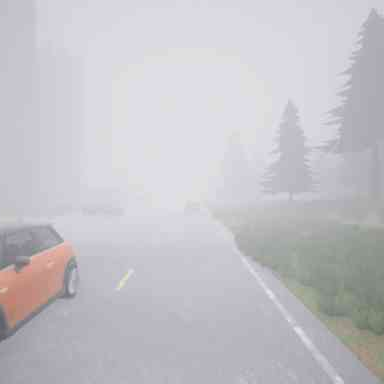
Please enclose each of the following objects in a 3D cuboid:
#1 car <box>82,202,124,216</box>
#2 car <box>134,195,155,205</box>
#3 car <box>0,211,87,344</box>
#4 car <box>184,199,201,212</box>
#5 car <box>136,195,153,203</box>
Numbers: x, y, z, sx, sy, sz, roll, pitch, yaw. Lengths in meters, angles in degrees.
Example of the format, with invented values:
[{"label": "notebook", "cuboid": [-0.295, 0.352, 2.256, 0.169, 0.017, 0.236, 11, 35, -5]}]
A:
[{"label": "car", "cuboid": [-9.062, 1.699, 34.031, 4.181, 1.381, 1.994, 0, 0, -1]}, {"label": "car", "cuboid": [-9.550, 1.775, 67.040, 3.988, 1.617, 1.851, 0, 0, -1]}, {"label": "car", "cuboid": [-3.583, 1.376, 5.534, 2.097, 1.767, 4.553, 0, 0, 0]}, {"label": "car", "cuboid": [0.096, 1.656, 40.981, 1.882, 1.535, 5.008, 0, 0, 0]}, {"label": "car", "cuboid": [-11.907, 1.722, 83.886, 3.866, 1.878, 1.905, 0, 0, -31]}]
